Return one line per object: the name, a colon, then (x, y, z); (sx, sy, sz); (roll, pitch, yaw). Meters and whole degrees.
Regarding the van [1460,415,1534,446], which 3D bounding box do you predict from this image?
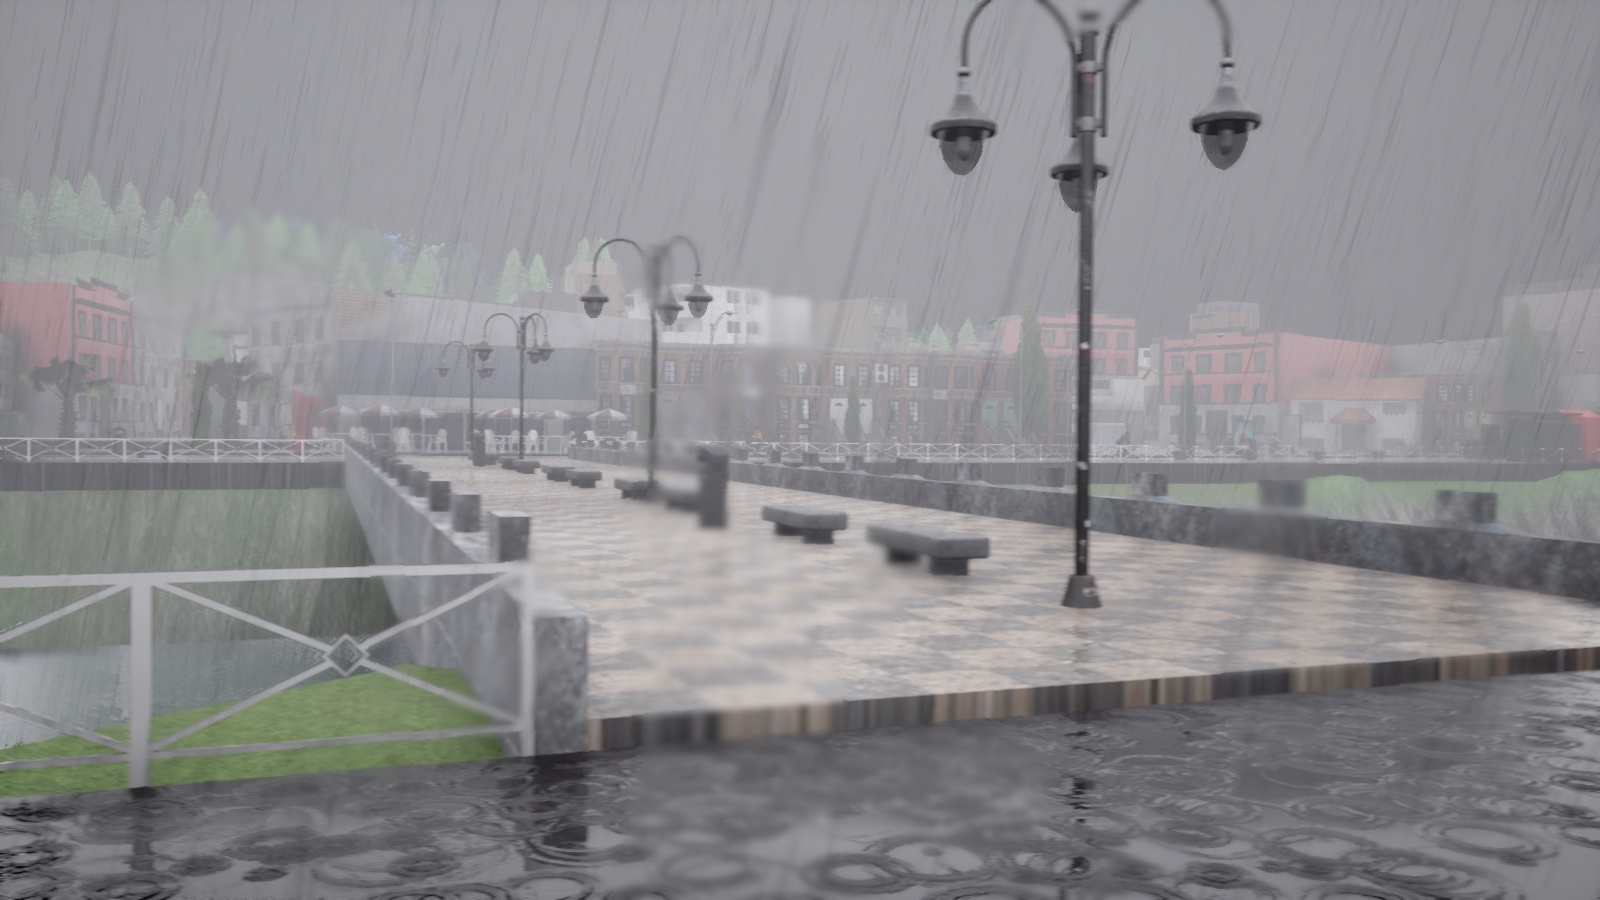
van: (46.053, -1.297, 82.969); (4.442, 1.987, 1.775); (-1, 1, -21)
